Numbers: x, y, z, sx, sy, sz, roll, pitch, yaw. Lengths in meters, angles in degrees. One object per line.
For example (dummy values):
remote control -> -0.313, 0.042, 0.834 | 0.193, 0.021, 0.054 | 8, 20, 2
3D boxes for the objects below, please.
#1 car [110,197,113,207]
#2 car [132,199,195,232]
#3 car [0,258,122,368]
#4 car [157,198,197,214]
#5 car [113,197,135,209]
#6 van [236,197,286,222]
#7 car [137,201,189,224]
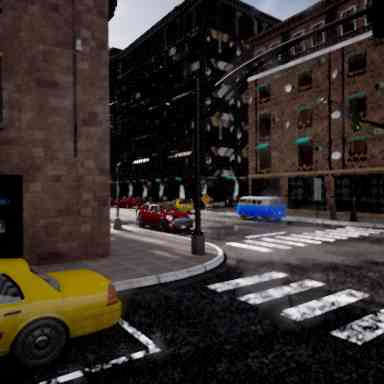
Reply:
car -> -11.534, 1.436, 47.982 | 1.887, 1.381, 4.507 | -1, 0, -36
car -> -1.660, 1.426, 20.180 | 1.967, 1.590, 4.097 | 0, 0, -36
car -> -3.345, 1.526, 4.178 | 4.829, 1.417, 1.752 | 0, 0, -36
car -> -1.639, 1.423, 34.389 | 1.752, 1.417, 4.829 | -1, 0, -36
car -> -8.202, 1.437, 43.405 | 1.887, 1.381, 4.507 | -1, 0, -36
van -> 5.126, 1.254, 25.097 | 1.690, 1.788, 3.998 | -1, 0, -36
car -> -2.322, 1.482, 25.488 | 1.812, 1.442, 4.674 | -1, 0, -36
